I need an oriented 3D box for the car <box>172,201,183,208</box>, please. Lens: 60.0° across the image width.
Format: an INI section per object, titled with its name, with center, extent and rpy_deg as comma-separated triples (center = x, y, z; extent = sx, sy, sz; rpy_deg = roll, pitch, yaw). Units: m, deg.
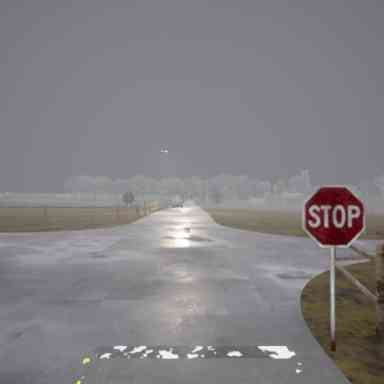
[car]
center = -2.795, 2.508, 65.447
extent = 1.994, 1.385, 4.181
rpy_deg = 0, -2, 0
